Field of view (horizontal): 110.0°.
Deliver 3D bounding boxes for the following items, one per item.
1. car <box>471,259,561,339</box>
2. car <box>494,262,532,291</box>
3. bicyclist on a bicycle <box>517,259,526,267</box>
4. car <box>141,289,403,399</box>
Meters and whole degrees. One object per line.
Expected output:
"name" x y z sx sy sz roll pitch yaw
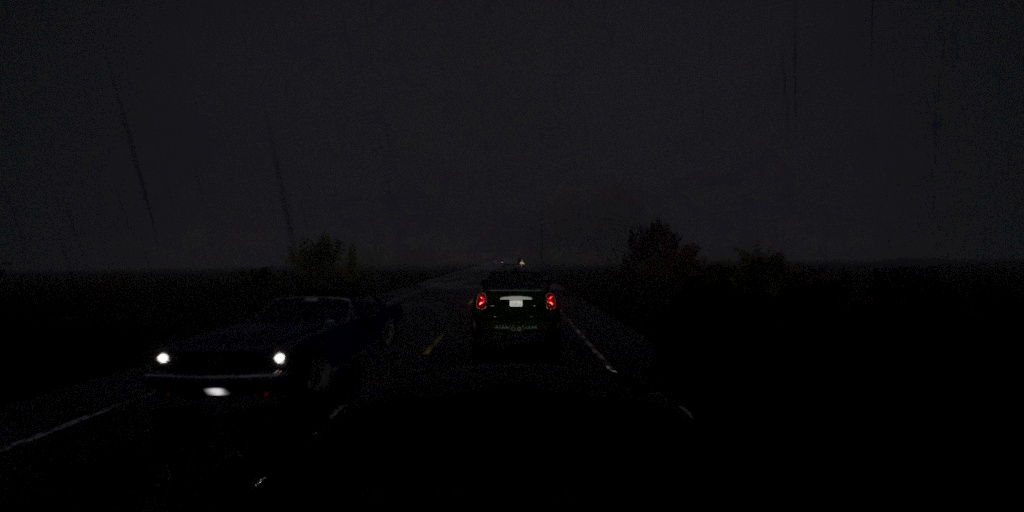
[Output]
"car" 0.092 1.089 10.195 2.097 1.767 4.553 0 0 0
"car" 0.078 1.213 22.548 2.128 1.511 4.902 0 0 0
"bicyclist on a bicycle" 0.945 1.142 33.911 0.866 1.612 1.509 0 0 0
"car" -3.605 1.343 6.580 1.895 1.301 4.718 0 0 0
